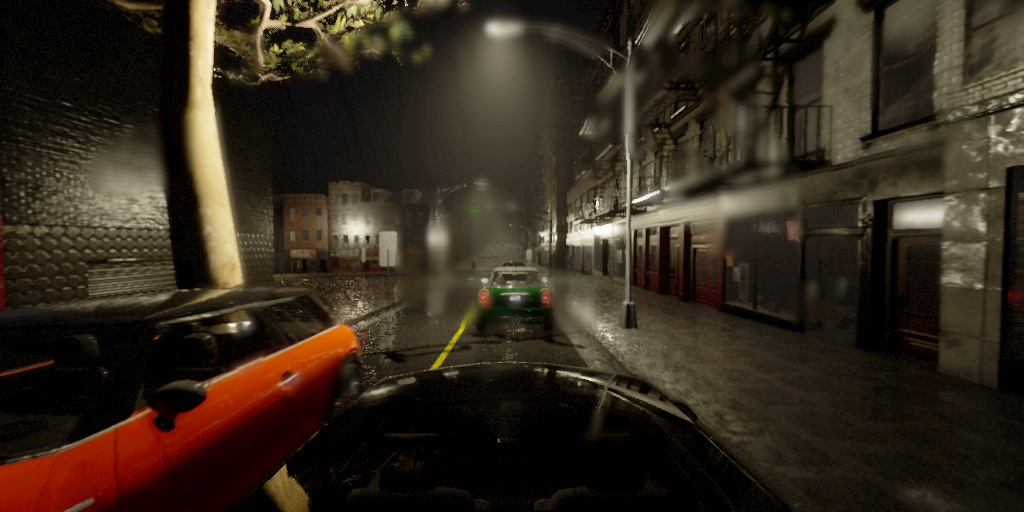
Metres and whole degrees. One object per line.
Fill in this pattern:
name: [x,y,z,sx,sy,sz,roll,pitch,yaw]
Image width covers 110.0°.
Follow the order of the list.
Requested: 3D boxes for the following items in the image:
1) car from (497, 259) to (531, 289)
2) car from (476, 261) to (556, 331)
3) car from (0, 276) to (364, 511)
car: [0.120,1.122,23.936,2.097,1.767,4.553,0,0,0]
car: [0.107,1.104,11.160,2.097,1.767,4.553,0,0,0]
car: [-2.848,1.101,2.448,2.097,1.767,4.553,0,0,0]
